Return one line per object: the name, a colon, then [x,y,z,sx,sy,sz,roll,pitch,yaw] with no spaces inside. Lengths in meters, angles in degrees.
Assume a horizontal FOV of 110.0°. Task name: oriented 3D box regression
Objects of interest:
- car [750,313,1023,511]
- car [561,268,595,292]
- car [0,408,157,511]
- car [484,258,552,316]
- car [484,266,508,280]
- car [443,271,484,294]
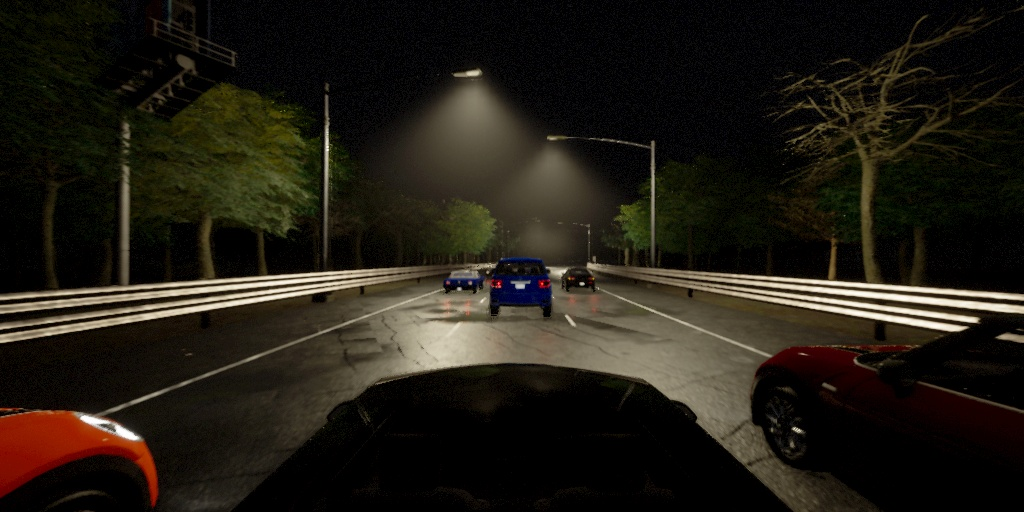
car: [3.635,1.109,2.037,2.097,1.767,4.553,0,0,0]
car: [4.291,1.508,23.611,1.812,1.442,4.674,0,-1,3]
car: [-3.363,1.085,0.423,2.097,1.767,4.553,0,-1,0]
car: [0.356,1.101,14.222,2.150,2.045,5.566,0,-1,2]
car: [-1.623,1.733,38.420,1.895,1.301,4.718,0,-1,5]
car: [-2.808,1.561,22.154,1.895,1.301,4.718,0,-1,3]
